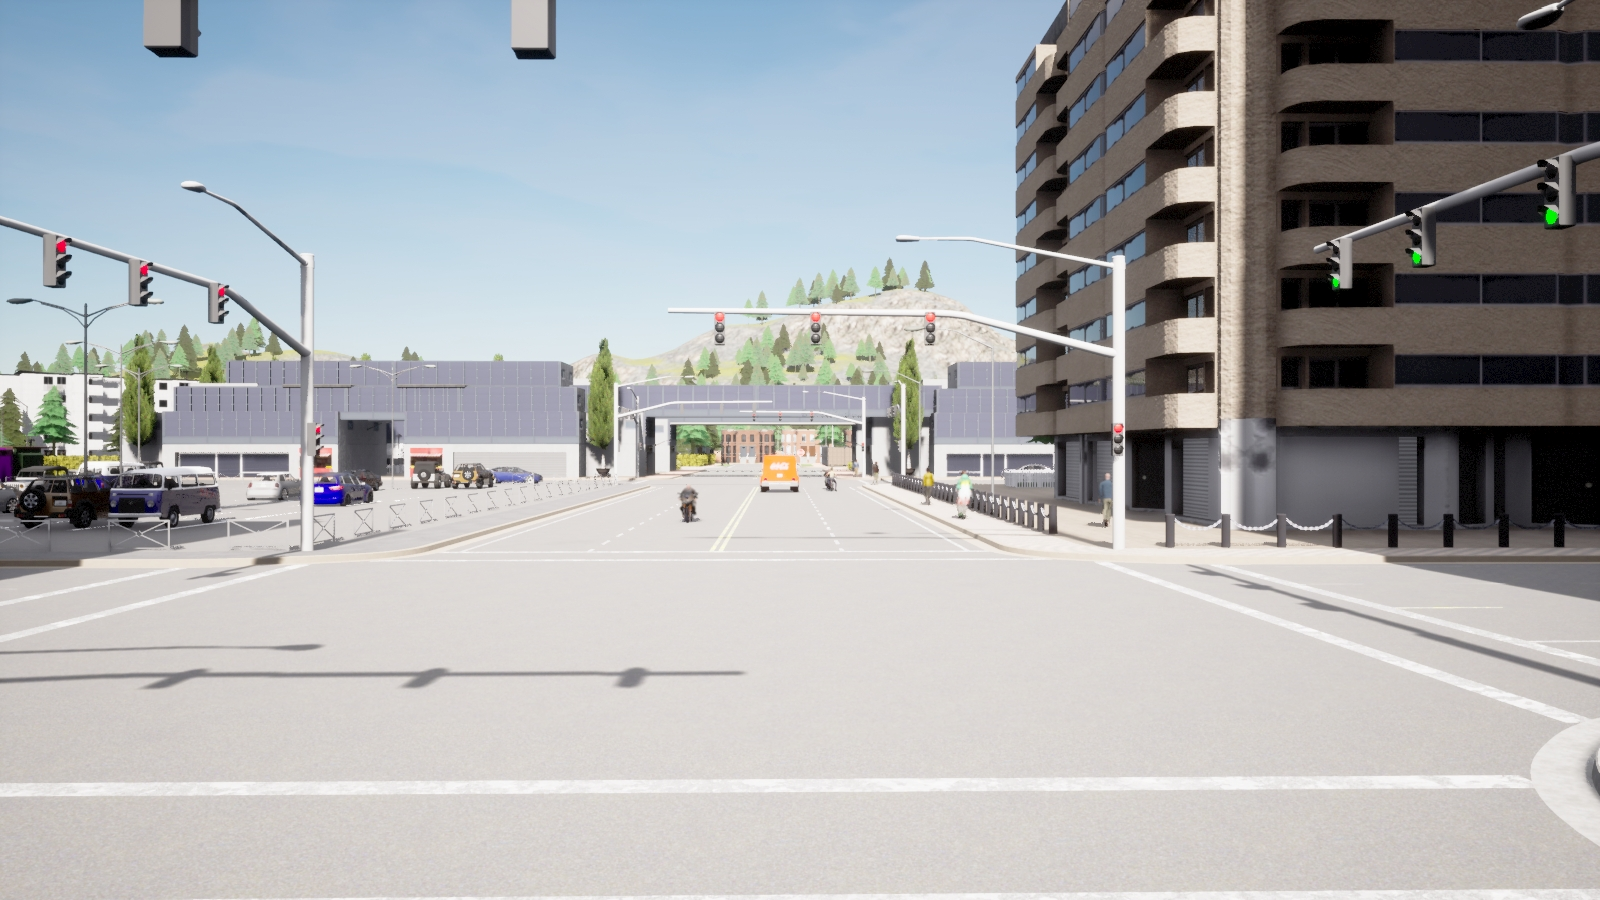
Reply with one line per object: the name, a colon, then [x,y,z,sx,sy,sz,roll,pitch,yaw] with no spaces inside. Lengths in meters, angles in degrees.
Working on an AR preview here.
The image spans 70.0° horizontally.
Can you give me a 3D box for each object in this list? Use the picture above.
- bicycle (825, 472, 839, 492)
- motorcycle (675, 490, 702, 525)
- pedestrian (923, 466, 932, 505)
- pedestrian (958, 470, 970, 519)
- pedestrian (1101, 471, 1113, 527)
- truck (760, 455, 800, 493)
bicycle: [2.134,2.158,77.288,0.859,1.276,1.487,0,0,-1]
motorcycle: [-4.293,2.205,44.103,0.867,1.251,2.209,0,0,-1]
pedestrian: [6.116,1.695,54.895,0.375,1.860,0.375,0,0,-2]
pedestrian: [6.233,1.695,43.530,0.375,1.860,0.375,0,0,-7]
pedestrian: [10.341,1.648,38.450,0.375,1.860,0.375,0,0,18]
truck: [-1.366,1.564,77.071,2.627,2.467,5.204,0,0,-1]
